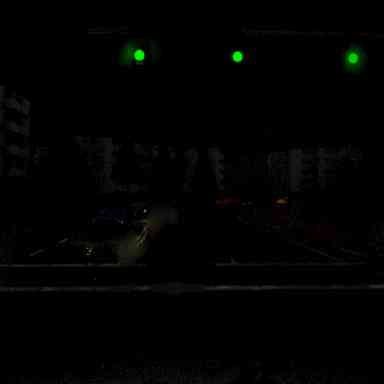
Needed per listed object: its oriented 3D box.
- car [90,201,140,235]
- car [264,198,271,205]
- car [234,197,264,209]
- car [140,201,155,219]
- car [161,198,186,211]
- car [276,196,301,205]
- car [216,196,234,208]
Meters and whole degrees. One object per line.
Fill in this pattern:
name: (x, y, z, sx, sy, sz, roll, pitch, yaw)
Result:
car: (-4.415, 1.484, 19.181, 1.882, 1.535, 5.008, 0, 0, -2)
car: (11.576, 1.532, 56.581, 4.674, 1.442, 1.812, 0, 0, -41)
car: (7.897, 1.569, 45.763, 1.994, 1.385, 4.181, 0, 0, 29)
car: (-4.428, 1.534, 29.420, 1.812, 1.442, 4.674, 0, 0, 4)
car: (-2.170, 1.516, 40.791, 1.837, 1.490, 4.892, 0, 0, 19)
car: (16.363, 1.481, 56.181, 5.008, 1.535, 1.882, 0, 0, -38)
car: (5.289, 1.360, 48.784, 2.097, 1.767, 4.553, 0, 0, 33)
